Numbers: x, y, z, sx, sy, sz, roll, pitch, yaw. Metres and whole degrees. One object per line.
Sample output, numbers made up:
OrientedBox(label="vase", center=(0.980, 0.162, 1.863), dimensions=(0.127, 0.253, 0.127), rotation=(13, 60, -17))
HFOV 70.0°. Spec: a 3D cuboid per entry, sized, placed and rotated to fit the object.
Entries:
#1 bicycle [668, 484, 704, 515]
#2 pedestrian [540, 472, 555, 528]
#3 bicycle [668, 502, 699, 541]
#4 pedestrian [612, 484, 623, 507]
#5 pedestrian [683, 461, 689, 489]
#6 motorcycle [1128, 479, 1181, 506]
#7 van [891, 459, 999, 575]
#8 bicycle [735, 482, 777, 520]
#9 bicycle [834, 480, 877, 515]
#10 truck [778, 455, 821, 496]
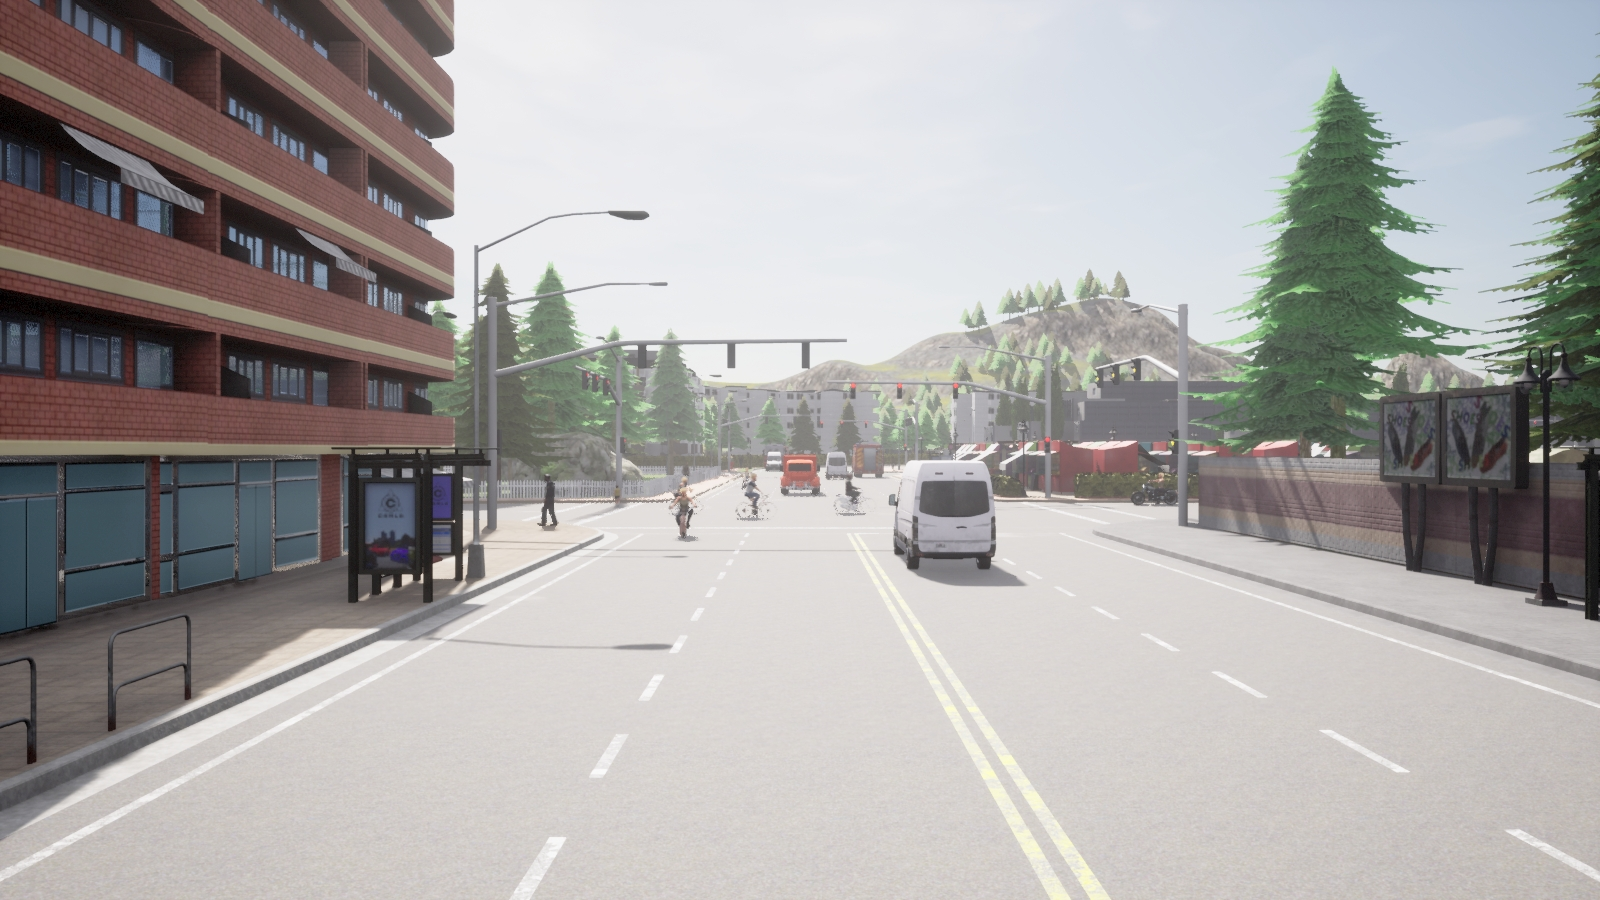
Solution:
OrientedBox(label="bicycle", center=(-4.924, 2.129, 49.320), dimensions=(1.487, 1.276, 0.859), rotation=(0, 0, -2))
OrientedBox(label="pedestrian", center=(-8.585, 1.696, 38.885), dimensions=(0.375, 1.860, 0.375), rotation=(0, 0, 11))
OrientedBox(label="bicycle", center=(-3.653, 2.234, 35.955), dimensions=(0.859, 1.126, 1.487), rotation=(0, 0, -2))
OrientedBox(label="pedestrian", center=(-8.778, 2.181, 54.952), dimensions=(0.500, 1.100, 0.500), rotation=(0, 0, -9))
OrientedBox(label="pedestrian", center=(-7.746, 1.701, 77.555), dimensions=(0.375, 1.860, 0.375), rotation=(0, 0, 0))
OrientedBox(label="motorcycle", center=(17.582, 2.102, 56.689), dimensions=(2.356, 1.307, 0.764), rotation=(0, 0, 0))
OrientedBox(label="van", center=(3.505, 1.536, 28.720), dimensions=(1.988, 2.561, 5.915), rotation=(0, 0, 0))
OrientedBox(label="bicycle", center=(-1.763, 2.030, 45.939), dimensions=(1.643, 1.496, 0.373), rotation=(0, 0, -1))
OrientedBox(label="bicycle", center=(2.409, 2.053, 49.499), dimensions=(1.835, 1.471, 0.329), rotation=(0, 0, -1))
OrientedBox(label="truck", center=(-0.006, 1.572, 72.542), dimensions=(2.627, 2.467, 5.204), rotation=(0, 0, 0))
